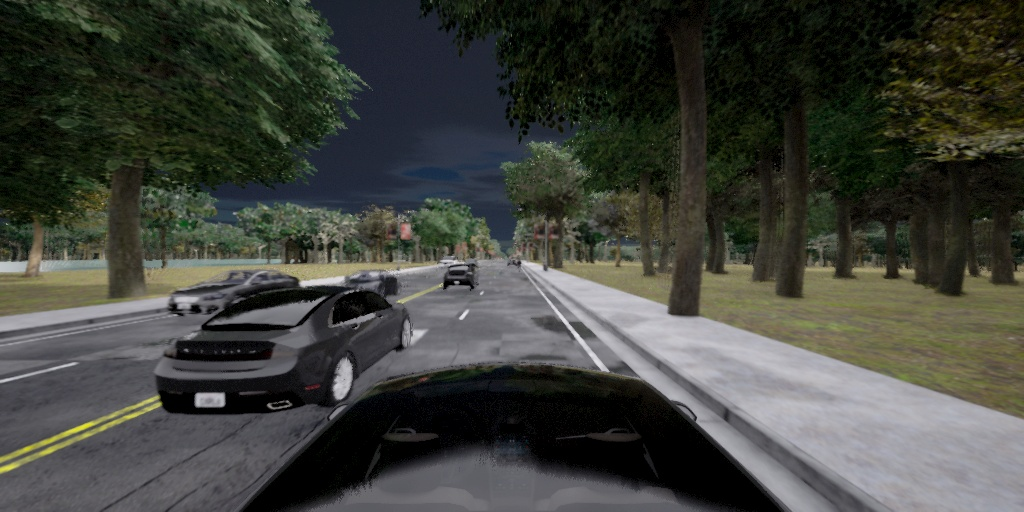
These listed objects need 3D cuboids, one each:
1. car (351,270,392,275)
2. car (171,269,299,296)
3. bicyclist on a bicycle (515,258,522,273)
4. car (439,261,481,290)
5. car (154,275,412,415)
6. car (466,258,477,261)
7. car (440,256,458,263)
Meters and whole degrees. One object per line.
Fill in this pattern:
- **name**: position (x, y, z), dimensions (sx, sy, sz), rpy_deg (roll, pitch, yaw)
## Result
- **car**: position (-6.601, 1.324, 16.597), dimensions (1.994, 1.385, 4.181), rpy_deg (0, 0, 0)
- **car**: position (-9.850, 1.248, 13.229), dimensions (2.128, 1.511, 4.902), rpy_deg (0, 0, 0)
- **bicyclist on a bicycle**: position (0.883, 1.157, 42.872), dimensions (0.659, 1.776, 1.843), rpy_deg (0, 0, 0)
- **car**: position (-3.157, 1.271, 22.879), dimensions (1.837, 1.490, 4.892), rpy_deg (0, 0, 0)
- **car**: position (-3.153, 1.257, 6.167), dimensions (1.837, 1.490, 4.892), rpy_deg (0, 0, 0)
- **car**: position (-6.567, 1.150, 57.785), dimensions (2.097, 1.767, 4.553), rpy_deg (0, 0, 0)
- **car**: position (-9.814, 1.015, 55.913), dimensions (2.150, 2.045, 5.566), rpy_deg (0, 0, 1)
